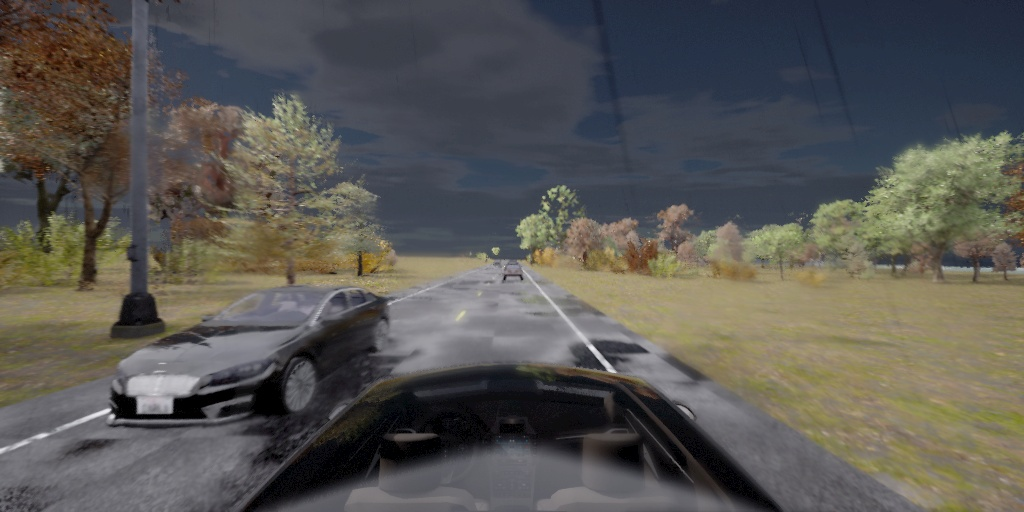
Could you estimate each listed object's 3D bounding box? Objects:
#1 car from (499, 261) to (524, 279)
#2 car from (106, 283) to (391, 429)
[{"bbox_3d":[0.105,1.411,33.635,2.033,1.411,5.357,0,0,0],"label":"car"},{"bbox_3d":[-3.597,1.260,6.067,2.128,1.511,4.902,0,0,0],"label":"car"}]
